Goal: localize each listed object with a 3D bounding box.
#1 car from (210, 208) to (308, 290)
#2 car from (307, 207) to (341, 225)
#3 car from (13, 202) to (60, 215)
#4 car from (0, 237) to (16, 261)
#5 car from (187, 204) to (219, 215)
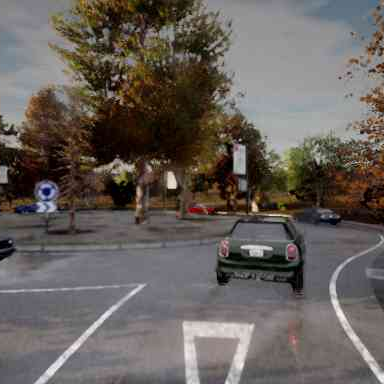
[{"bbox_3d":[2.203,1.471,9.743,2.097,1.767,4.553,0,-1,19],"label":"car"},{"bbox_3d":[10.217,1.933,27.499,2.033,1.411,5.357,0,-1,-5],"label":"car"},{"bbox_3d":[-18.077,1.830,38.778,5.008,1.535,1.882,-1,-1,-41],"label":"car"},{"bbox_3d":[-8.195,1.718,10.522,4.718,1.301,1.895,0,-1,7],"label":"car"},{"bbox_3d":[0.895,2.168,41.665,4.718,1.301,1.895,0,-1,29],"label":"car"}]
